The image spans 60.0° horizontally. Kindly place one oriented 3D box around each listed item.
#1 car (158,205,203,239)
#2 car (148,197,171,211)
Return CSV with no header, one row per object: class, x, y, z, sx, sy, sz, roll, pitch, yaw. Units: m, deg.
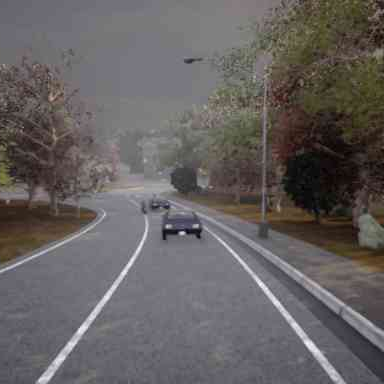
car,-0.646,1.556,17.140,1.895,1.301,4.718,0,0,-5
car,-3.486,1.133,34.750,1.895,1.301,4.718,-1,3,-12
